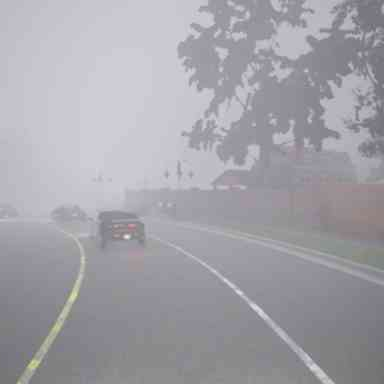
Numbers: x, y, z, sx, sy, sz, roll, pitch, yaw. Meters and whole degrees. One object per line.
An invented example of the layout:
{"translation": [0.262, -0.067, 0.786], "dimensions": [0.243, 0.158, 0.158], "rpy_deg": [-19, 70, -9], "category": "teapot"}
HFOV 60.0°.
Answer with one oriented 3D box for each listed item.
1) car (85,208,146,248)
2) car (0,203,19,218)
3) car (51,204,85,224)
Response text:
{"translation": [-3.466, 1.511, 15.029], "dimensions": [1.837, 1.490, 4.892], "rpy_deg": [-1, -1, -24], "category": "car"}
{"translation": [-17.825, 1.746, 31.651], "dimensions": [2.033, 1.411, 5.357], "rpy_deg": [-1, 0, -34], "category": "car"}
{"translation": [-9.566, 1.619, 25.756], "dimensions": [1.994, 1.385, 4.181], "rpy_deg": [-1, 0, -33], "category": "car"}
